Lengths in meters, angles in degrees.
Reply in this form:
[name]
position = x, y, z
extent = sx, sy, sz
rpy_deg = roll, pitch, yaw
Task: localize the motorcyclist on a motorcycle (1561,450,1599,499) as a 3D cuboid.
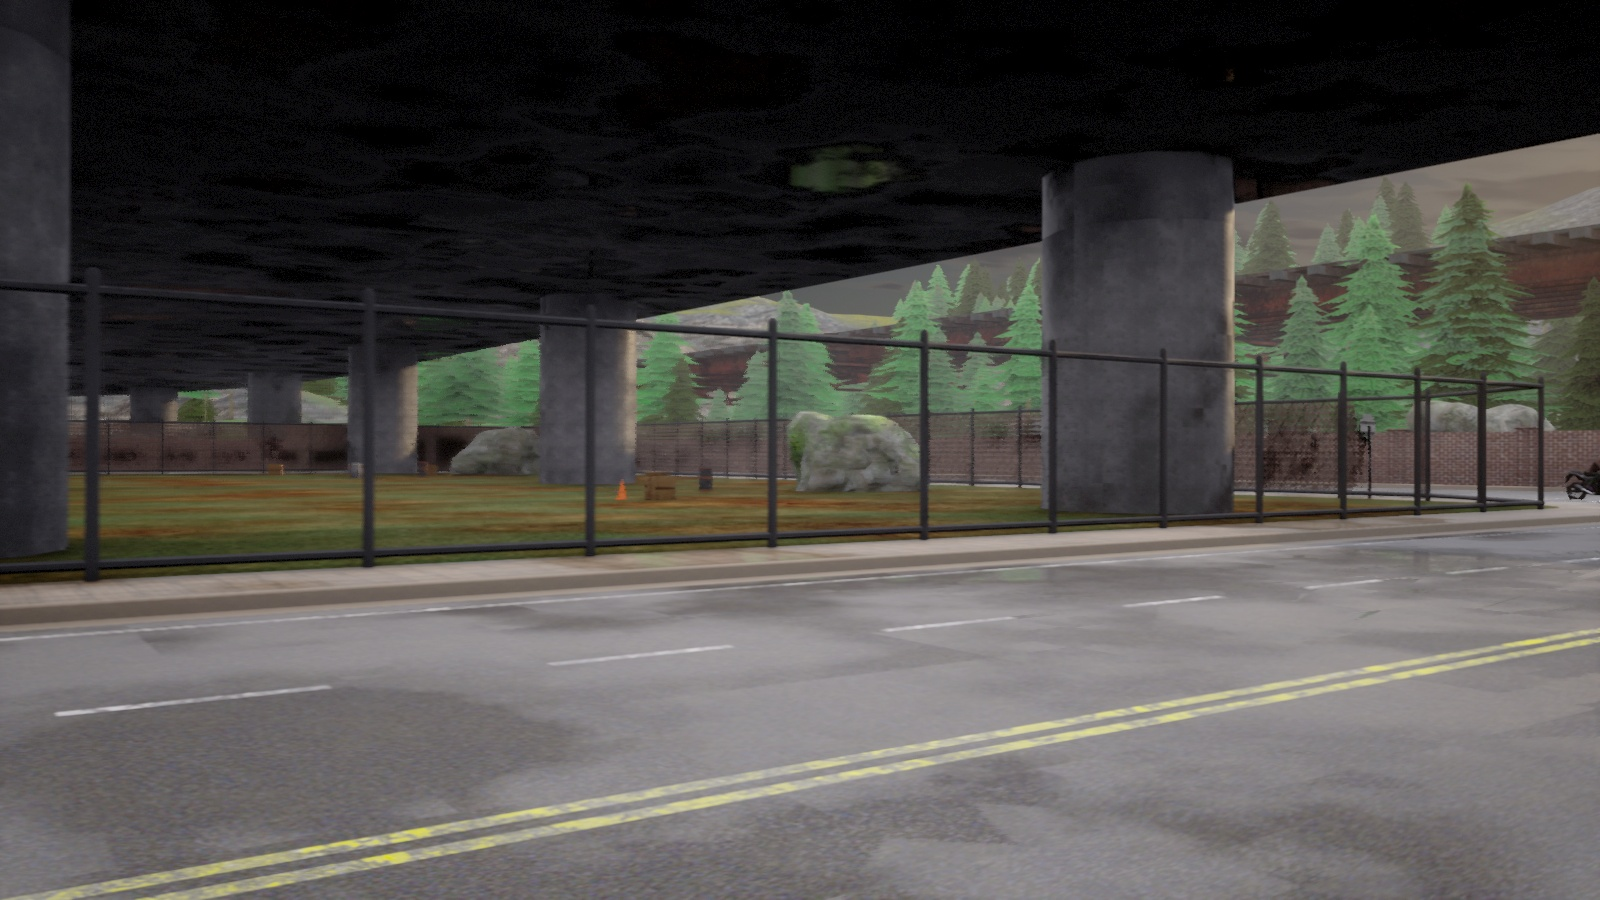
[motorcyclist on a motorcycle]
position = 25.482, 0.771, 39.914
extent = 0.797, 1.523, 2.044
rpy_deg = 0, 0, -35
